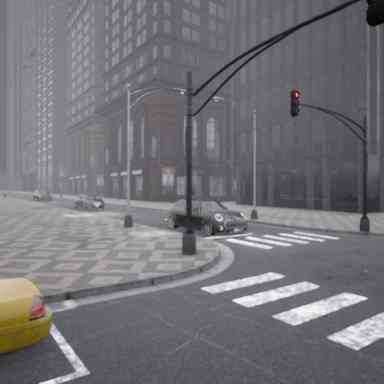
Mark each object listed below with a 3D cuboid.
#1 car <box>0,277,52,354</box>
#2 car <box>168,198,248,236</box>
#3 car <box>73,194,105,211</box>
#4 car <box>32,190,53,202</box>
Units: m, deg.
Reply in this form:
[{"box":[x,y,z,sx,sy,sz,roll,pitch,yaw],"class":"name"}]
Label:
[{"box":[-4.204,1.524,3.654,4.829,1.417,1.752,0,0,-35],"class":"car"},{"box":[0.701,1.127,17.009,2.097,1.767,4.553,0,1,-38],"class":"car"},{"box":[-9.791,0.935,31.463,2.128,1.511,4.902,0,1,-36],"class":"car"},{"box":[-21.706,0.449,48.237,2.097,1.767,4.553,0,1,-36],"class":"car"}]
